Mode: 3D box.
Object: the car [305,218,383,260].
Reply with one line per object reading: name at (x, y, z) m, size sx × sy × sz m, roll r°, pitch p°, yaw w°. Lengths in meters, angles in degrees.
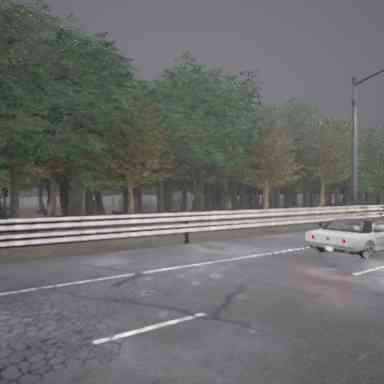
car at (6.506, 1.650, 12.659) m, size 4.718 × 1.301 × 1.895 m, roll 0°, pitch 0°, yaw -35°
